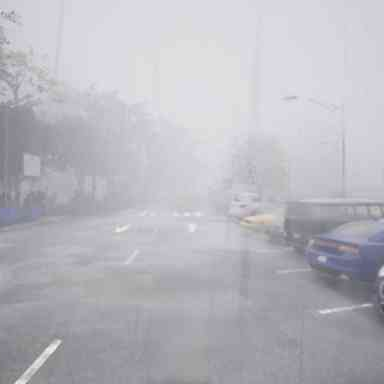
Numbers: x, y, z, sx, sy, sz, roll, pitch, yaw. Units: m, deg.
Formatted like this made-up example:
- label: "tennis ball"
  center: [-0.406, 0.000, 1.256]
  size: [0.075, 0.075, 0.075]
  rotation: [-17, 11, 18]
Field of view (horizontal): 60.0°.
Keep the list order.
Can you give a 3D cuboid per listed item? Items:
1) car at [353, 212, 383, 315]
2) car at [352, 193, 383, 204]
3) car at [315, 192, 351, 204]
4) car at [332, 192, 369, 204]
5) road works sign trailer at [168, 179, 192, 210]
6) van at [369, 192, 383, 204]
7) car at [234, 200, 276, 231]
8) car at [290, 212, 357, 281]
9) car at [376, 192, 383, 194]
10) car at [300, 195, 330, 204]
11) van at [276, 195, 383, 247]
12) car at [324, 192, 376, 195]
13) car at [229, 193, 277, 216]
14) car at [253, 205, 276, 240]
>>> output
- label: "car"
  center: [5.405, 1.333, 5.633]
  size: [4.553, 1.767, 2.185]
  rotation: [1, 1, -20]
- label: "car"
  center: [30.010, 1.126, 56.984]
  size: [2.185, 1.767, 4.553]
  rotation: [1, -1, -22]
- label: "car"
  center: [23.954, 0.998, 56.815]
  size: [2.435, 2.045, 5.566]
  rotation: [0, 0, -21]
- label: "car"
  center: [27.014, 0.998, 56.854]
  size: [2.435, 2.045, 5.566]
  rotation: [1, -1, -22]
- label: "road works sign trailer"
  center: [-1.058, 0.291, 39.369]
  size: [2.880, 3.560, 2.380]
  rotation: [0, 0, -41]
- label: "van"
  center: [32.990, 1.027, 57.137]
  size: [1.878, 1.987, 4.442]
  rotation: [0, 0, -22]
- label: "car"
  center: [5.194, 1.400, 17.581]
  size: [5.366, 1.575, 1.946]
  rotation: [1, 1, -20]
- label: "car"
  center: [5.366, 1.445, 8.637]
  size: [5.008, 1.535, 2.097]
  rotation: [1, 0, -20]
- label: "car"
  center: [24.221, 1.067, 39.868]
  size: [2.435, 2.045, 5.566]
  rotation: [-1, 1, -21]
- label: "car"
  center: [20.931, 1.277, 56.733]
  size: [2.163, 1.488, 4.792]
  rotation: [0, 0, -21]
- label: "van"
  center: [5.485, 1.207, 11.681]
  size: [4.442, 1.987, 1.878]
  rotation: [1, 0, -20]
- label: "car"
  center: [18.340, 1.066, 39.671]
  size: [2.435, 2.045, 5.566]
  rotation: [0, 1, -21]
- label: "car"
  center: [5.381, 1.128, 23.673]
  size: [5.566, 2.045, 2.435]
  rotation: [1, 0, -20]
- label: "car"
  center: [5.378, 1.459, 14.640]
  size: [4.674, 1.452, 2.002]
  rotation: [1, 1, -20]
